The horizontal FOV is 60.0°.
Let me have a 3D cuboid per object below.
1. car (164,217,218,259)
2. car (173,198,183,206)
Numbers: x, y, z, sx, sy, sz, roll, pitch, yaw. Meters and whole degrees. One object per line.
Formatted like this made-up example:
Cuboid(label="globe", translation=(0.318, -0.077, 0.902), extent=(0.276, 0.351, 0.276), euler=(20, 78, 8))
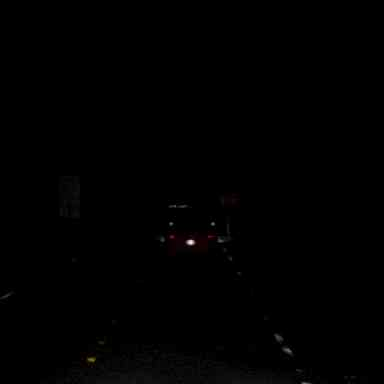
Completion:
Cuboid(label="car", translation=(0.002, 1.694, 13.291), extent=(1.994, 1.385, 4.181), euler=(0, -1, 1))
Cuboid(label="car", translation=(-2.812, 2.046, 67.523), extent=(1.837, 1.490, 4.892), euler=(0, 0, 0))
